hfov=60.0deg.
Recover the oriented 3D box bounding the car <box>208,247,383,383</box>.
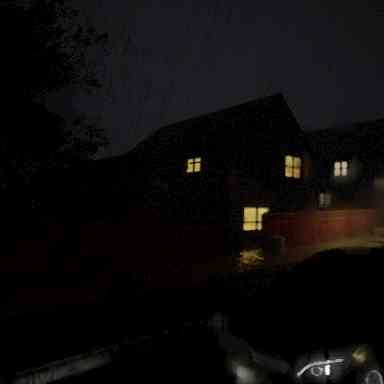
[{"bbox_3d":[2.366,1.588,4.774,4.674,1.442,1.812,1,-1,-37],"label":"car"}]
